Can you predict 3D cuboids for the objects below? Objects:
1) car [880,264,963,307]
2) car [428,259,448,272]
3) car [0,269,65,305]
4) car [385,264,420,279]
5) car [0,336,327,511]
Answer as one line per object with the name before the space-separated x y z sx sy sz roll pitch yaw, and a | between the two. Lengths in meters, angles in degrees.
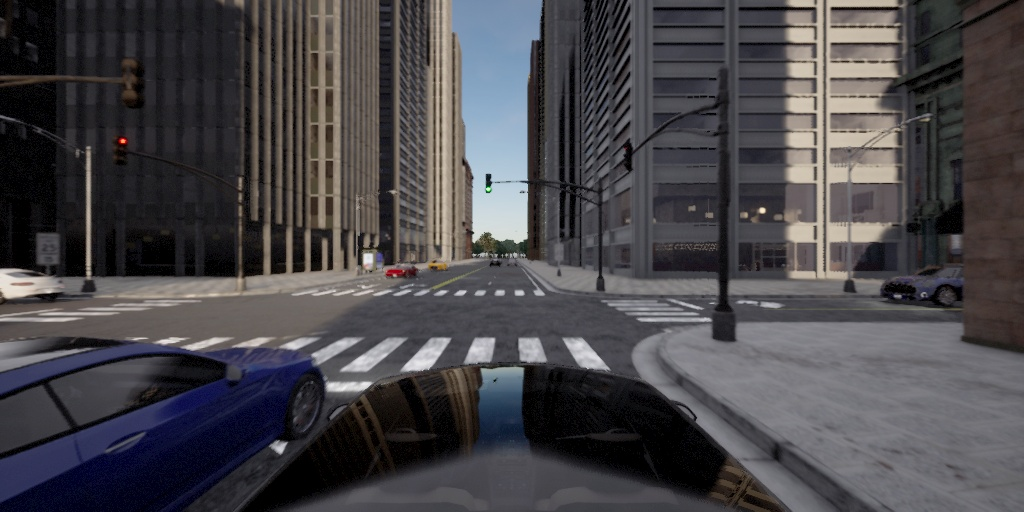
car | 18.498 1.113 15.102 4.553 1.767 2.097 0 0 0
car | -9.814 1.222 47.607 1.882 1.535 5.008 0 0 0
car | -21.833 1.261 15.101 4.674 1.442 1.812 0 0 -1
car | -9.837 1.346 32.318 1.895 1.301 4.718 0 0 0
car | -3.149 1.276 2.396 1.812 1.442 4.674 0 0 0
